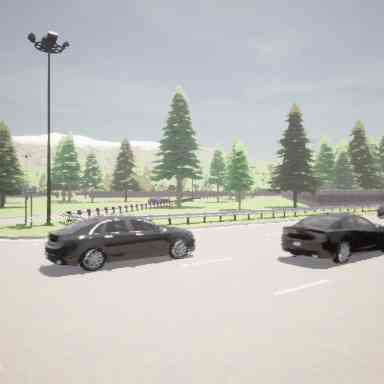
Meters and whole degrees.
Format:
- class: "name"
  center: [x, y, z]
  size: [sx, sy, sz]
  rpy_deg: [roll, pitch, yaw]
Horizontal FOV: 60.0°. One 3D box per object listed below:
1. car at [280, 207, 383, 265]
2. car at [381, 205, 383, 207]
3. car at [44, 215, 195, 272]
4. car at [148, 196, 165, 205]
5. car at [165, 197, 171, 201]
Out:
- class: "car"
  center: [5.283, 1.477, 11.799]
  size: [5.008, 1.535, 1.882]
  rpy_deg: [0, 0, -35]
- class: "car"
  center: [18.379, 1.563, 29.709]
  size: [4.181, 1.385, 1.994]
  rpy_deg: [0, 0, -35]
- class: "car"
  center: [-2.138, 1.506, 10.812]
  size: [4.892, 1.490, 1.837]
  rpy_deg: [0, 0, -35]
- class: "car"
  center: [-6.658, 1.526, 59.571]
  size: [1.812, 1.442, 4.674]
  rpy_deg: [0, 0, 5]
- class: "car"
  center: [-5.664, 1.601, 69.798]
  size: [1.895, 1.301, 4.718]
  rpy_deg: [0, 0, 5]
